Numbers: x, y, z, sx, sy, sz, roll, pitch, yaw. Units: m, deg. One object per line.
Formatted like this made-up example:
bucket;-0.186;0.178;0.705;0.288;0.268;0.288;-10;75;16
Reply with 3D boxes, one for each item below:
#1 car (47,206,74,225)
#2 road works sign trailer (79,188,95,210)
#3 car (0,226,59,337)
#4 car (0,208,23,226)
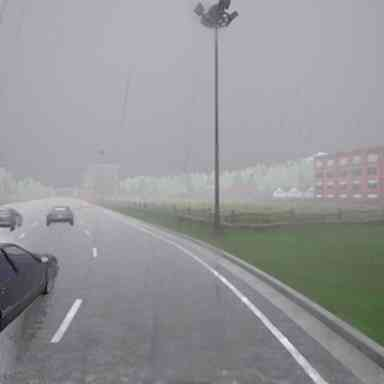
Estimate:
car;-10.638;1.846;26.967;1.994;1.385;4.181;0;-1;-20
road works sign trailer;-17.039;1.011;53.815;2.380;3.560;2.880;0;-1;-21
car;-3.859;1.614;5.808;2.033;1.411;5.357;0;-1;-9
car;-12.641;1.794;22.326;2.033;1.411;5.357;0;-1;-20
